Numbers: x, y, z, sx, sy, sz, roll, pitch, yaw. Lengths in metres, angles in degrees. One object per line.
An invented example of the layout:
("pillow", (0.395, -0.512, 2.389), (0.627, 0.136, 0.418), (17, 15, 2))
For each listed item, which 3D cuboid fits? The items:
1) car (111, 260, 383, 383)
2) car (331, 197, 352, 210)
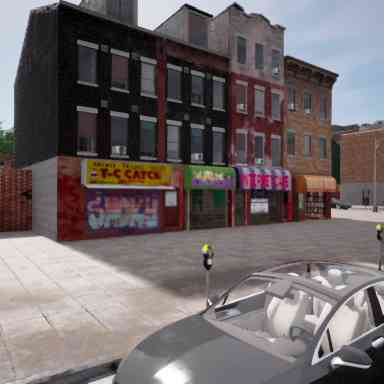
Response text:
("car", (1.290, 1.552, 3.719), (4.403, 1.369, 2.008), (0, 0, -35))
("car", (16.655, 1.383, 39.979), (1.837, 1.490, 4.892), (0, 0, -36))
